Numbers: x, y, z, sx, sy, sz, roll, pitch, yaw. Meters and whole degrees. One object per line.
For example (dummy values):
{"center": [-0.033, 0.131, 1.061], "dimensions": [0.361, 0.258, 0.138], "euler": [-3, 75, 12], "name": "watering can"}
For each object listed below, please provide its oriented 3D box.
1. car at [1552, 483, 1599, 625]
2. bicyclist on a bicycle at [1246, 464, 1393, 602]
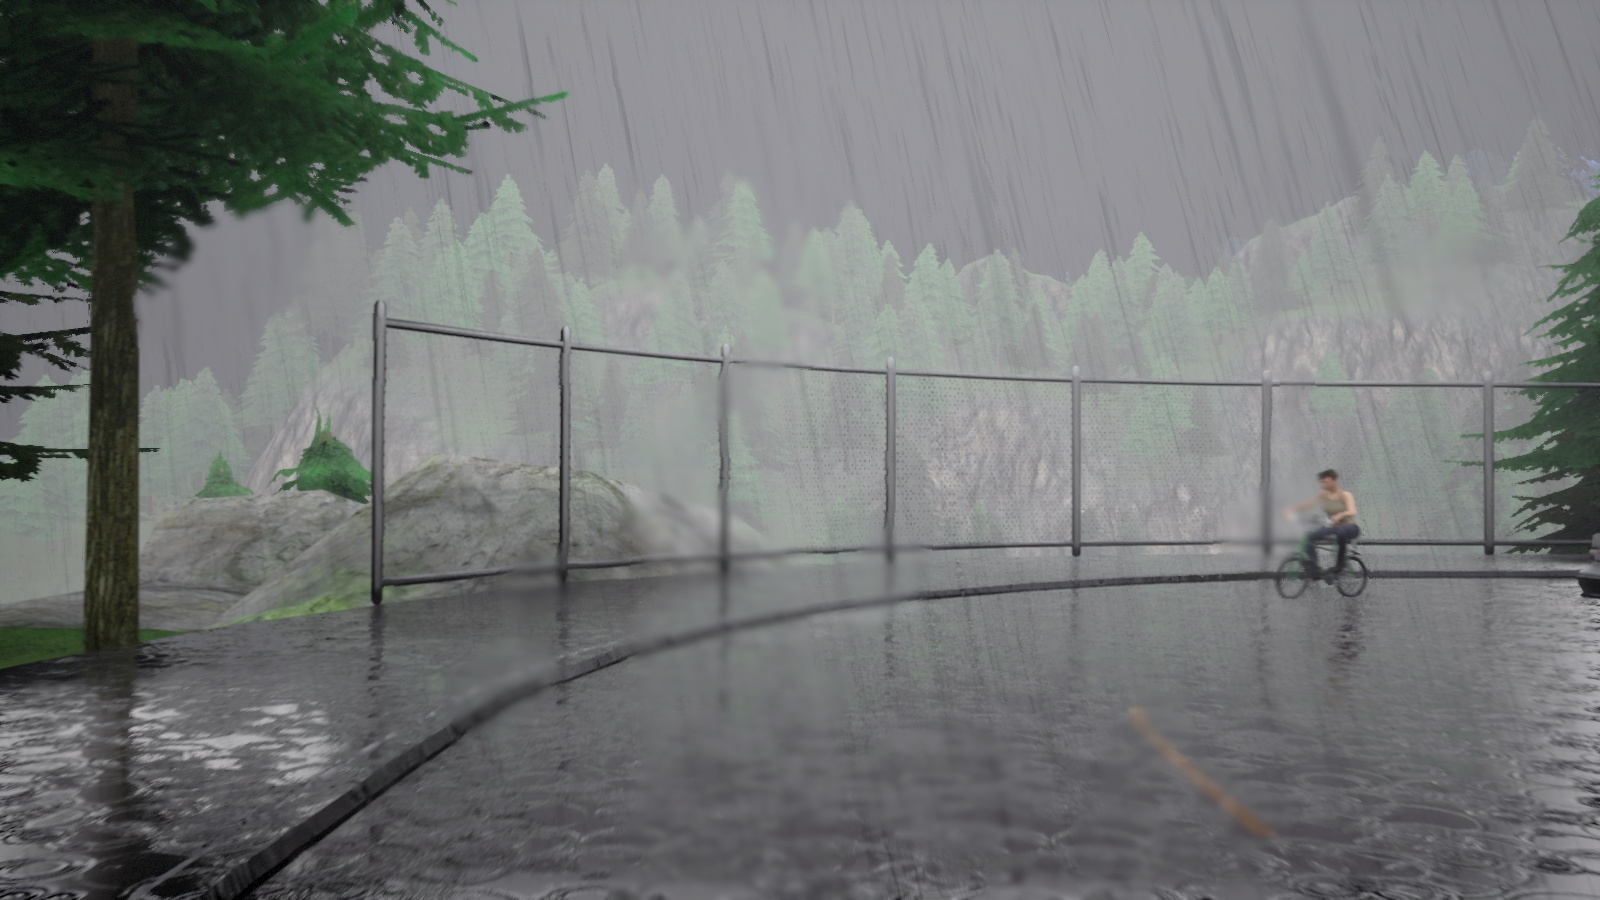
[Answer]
{"center": [10.716, 1.034, 12.762], "dimensions": [5.357, 1.411, 2.033], "euler": [0, -1, -13], "name": "car"}
{"center": [6.424, 0.988, 15.536], "dimensions": [1.509, 1.612, 0.866], "euler": [0, 1, -24], "name": "bicyclist on a bicycle"}
